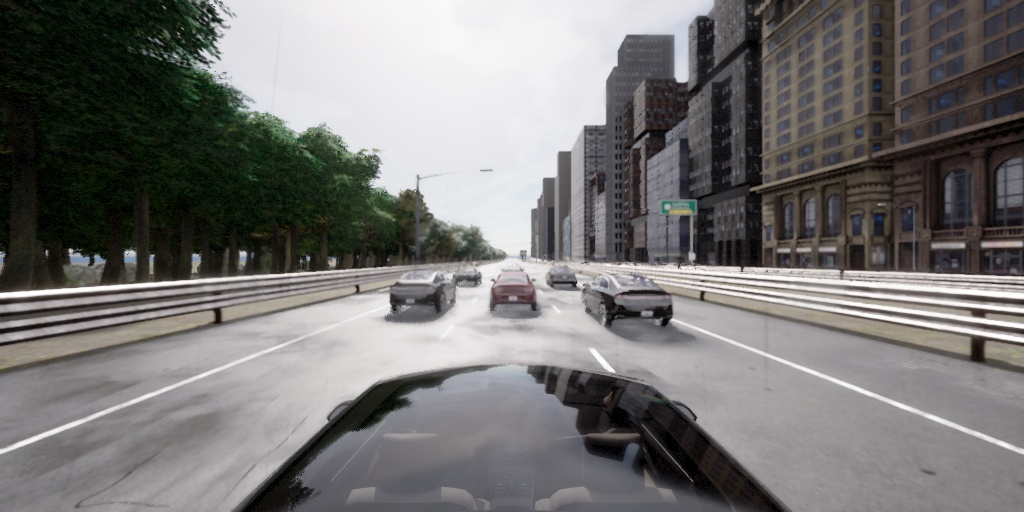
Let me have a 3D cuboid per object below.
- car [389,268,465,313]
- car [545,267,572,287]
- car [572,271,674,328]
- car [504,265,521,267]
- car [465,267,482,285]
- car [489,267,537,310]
[{"bbox_3d":[-3.444,1.339,14.605,2.128,1.511,4.902,0,0,0],"label":"car"},{"bbox_3d":[3.526,1.489,26.267,2.033,1.411,5.357,0,0,0],"label":"car"},{"bbox_3d":[3.542,1.317,11.774,2.128,1.511,4.902,0,0,1],"label":"car"},{"bbox_3d":[0.049,1.463,29.956,2.128,1.511,4.902,0,0,0],"label":"car"},{"bbox_3d":[-3.459,1.560,28.528,1.895,1.301,4.718,0,0,0],"label":"car"},{"bbox_3d":[0.059,1.378,15.169,1.812,1.442,4.674,0,0,0],"label":"car"}]
